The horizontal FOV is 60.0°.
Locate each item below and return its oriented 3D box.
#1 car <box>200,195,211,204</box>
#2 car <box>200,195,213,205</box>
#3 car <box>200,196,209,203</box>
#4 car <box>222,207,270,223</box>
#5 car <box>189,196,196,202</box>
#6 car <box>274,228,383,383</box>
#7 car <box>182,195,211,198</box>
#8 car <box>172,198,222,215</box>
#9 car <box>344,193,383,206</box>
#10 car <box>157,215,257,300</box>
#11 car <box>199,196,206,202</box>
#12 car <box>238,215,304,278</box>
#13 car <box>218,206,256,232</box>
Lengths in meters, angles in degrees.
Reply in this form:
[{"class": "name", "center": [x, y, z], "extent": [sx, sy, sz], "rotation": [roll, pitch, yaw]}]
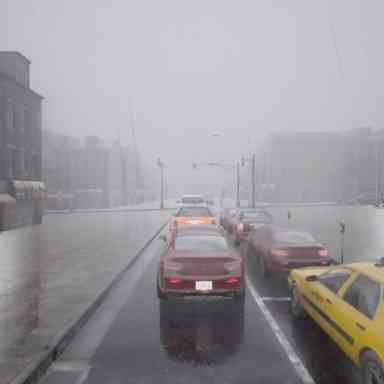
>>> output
[{"class": "car", "center": [2.759, 1.525, 68.944], "extent": [2.192, 1.841, 5.009], "rotation": [-1, 0, 0]}, {"class": "car", "center": [2.749, 1.496, 63.541], "extent": [2.192, 1.841, 5.009], "rotation": [-1, 0, 0]}, {"class": "car", "center": [2.770, 1.680, 74.346], "extent": [1.967, 1.590, 4.097], "rotation": [-1, 0, 0]}, {"class": "car", "center": [2.661, 1.453, 15.329], "extent": [1.967, 1.590, 4.097], "rotation": [0, 0, 0]}, {"class": "car", "center": [0.158, 1.784, 83.200], "extent": [1.837, 1.490, 4.892], "rotation": [0, 0, 0]}, {"class": "car", "center": [2.642, 1.528, 4.565], "extent": [1.752, 1.417, 4.829], "rotation": [0, 0, 0]}, {"class": "car", "center": [0.082, 1.254, 25.837], "extent": [2.150, 2.045, 5.566], "rotation": [0, 0, 1]}, {"class": "car", "center": [0.116, 1.366, 15.741], "extent": [2.097, 1.767, 4.553], "rotation": [0, 0, 0]}, {"class": "car", "center": [21.450, 0.954, 41.282], "extent": [4.892, 1.490, 1.837], "rotation": [-2, 0, 0]}, {"class": "car", "center": [0.139, 1.531, 8.327], "extent": [1.812, 1.442, 4.674], "rotation": [0, 0, -2]}, {"class": "car", "center": [2.802, 1.866, 90.722], "extent": [1.752, 1.417, 4.829], "rotation": [-1, 0, 0]}, {"class": "car", "center": [2.652, 1.588, 9.863], "extent": [1.802, 1.307, 4.206], "rotation": [0, 0, 0]}, {"class": "car", "center": [2.672, 1.604, 20.796], "extent": [1.802, 1.307, 4.206], "rotation": [0, 0, 0]}]
